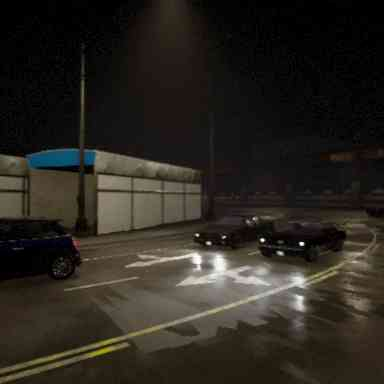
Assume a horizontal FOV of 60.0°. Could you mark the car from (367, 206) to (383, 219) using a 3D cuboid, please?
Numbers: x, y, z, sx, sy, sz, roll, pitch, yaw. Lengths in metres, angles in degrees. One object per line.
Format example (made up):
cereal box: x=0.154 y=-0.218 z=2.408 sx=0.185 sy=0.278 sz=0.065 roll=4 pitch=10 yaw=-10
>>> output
car: x=20.732 y=2.207 z=35.846 sx=1.895 sy=1.301 sz=4.718 roll=0 pitch=-1 yaw=4

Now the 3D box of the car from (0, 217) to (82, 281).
car: x=-5.426 y=1.510 z=8.855 sx=4.553 sy=1.767 sz=2.097 roll=1 pitch=-1 yaw=-38

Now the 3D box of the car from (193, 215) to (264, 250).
car: x=2.330 y=1.829 z=16.283 sx=2.033 sy=1.411 sz=5.357 roll=-1 pitch=-1 yaw=38

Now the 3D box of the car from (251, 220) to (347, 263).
car: x=4.464 y=1.827 z=13.101 sx=1.895 sy=1.301 sz=4.718 roll=-1 pitch=-1 yaw=40
